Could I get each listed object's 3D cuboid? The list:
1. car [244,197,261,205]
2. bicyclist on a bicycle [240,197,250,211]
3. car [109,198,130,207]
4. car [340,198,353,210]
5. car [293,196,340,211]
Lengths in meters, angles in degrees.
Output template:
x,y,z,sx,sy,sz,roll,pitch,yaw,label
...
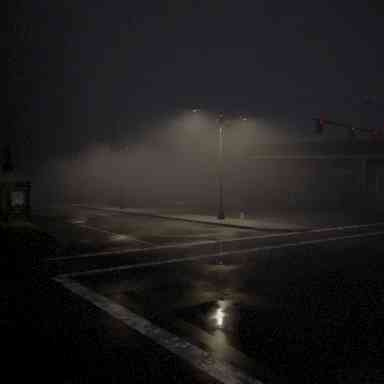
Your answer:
x,y,z,sx,sy,sz,roll,pitch,yaw,label
10.823,1.564,58.966,1.994,1.385,4.181,0,0,30,car
6.271,1.430,39.743,1.656,1.620,0.582,-6,-7,-37,bicyclist on a bicycle
-11.145,1.564,50.702,1.994,1.385,4.181,0,0,-35,car
18.112,1.456,42.034,1.970,1.475,3.806,0,0,-35,car
13.850,1.295,38.107,2.242,1.667,4.611,0,0,-35,car
